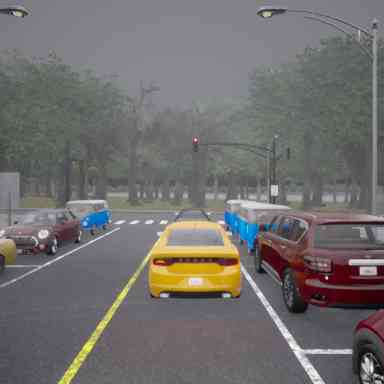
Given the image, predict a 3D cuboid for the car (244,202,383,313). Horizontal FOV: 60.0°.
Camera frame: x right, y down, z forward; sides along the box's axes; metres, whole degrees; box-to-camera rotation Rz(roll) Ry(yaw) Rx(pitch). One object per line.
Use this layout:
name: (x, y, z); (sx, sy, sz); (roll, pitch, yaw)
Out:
car: (2.749, 1.315, 7.583); (2.192, 1.841, 5.009); (0, 0, 0)

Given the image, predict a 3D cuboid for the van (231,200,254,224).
van: (2.739, 1.342, 13.020); (1.690, 1.788, 3.998); (0, 0, 0)

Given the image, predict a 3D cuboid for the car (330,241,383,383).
car: (2.758, 1.440, 2.145); (1.967, 1.590, 4.097); (0, 0, 0)

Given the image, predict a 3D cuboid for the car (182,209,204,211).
car: (0.030, 1.566, 17.458); (1.994, 1.385, 4.181); (0, 0, 0)

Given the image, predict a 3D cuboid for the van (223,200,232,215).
van: (2.730, 1.343, 18.458); (1.690, 1.788, 3.998); (0, 0, 0)

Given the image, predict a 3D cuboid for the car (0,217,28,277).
car: (-5.776, 1.525, 7.398); (1.752, 1.417, 4.829); (0, 0, 0)

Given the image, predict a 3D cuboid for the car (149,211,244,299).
car: (0.072, 1.478, 8.535); (1.882, 1.535, 5.008); (0, 0, 0)

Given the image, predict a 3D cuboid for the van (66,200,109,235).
van: (-5.795, 1.343, 18.443); (1.690, 1.788, 3.998); (0, 0, 0)

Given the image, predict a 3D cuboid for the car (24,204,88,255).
car: (-5.786, 1.441, 13.006); (1.967, 1.590, 4.097); (0, 0, 0)
